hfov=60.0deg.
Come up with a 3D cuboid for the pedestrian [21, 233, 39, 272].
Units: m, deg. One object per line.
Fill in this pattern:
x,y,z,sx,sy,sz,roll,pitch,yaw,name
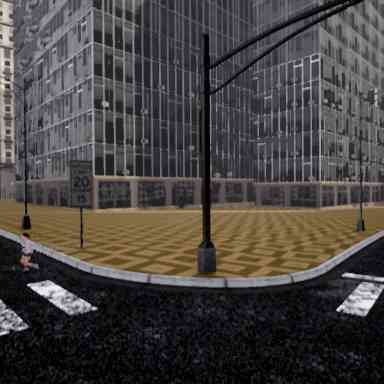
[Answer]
-4.325,1.528,8.734,0.500,1.100,0.500,0,0,-42,pedestrian
